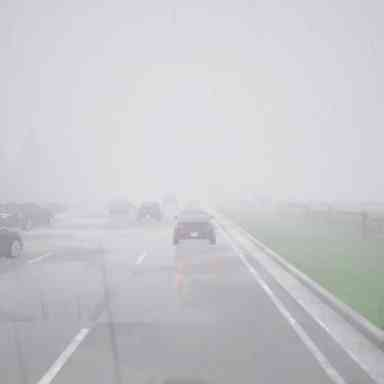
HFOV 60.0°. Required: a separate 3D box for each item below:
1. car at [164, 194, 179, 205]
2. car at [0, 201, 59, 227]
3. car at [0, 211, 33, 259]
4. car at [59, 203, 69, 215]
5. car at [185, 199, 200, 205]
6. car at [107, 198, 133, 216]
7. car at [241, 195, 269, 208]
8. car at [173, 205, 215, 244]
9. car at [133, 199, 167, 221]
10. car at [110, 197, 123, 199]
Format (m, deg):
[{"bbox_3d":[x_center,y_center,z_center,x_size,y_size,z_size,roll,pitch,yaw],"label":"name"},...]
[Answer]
[{"bbox_3d":[-3.396,1.359,54.112,2.150,2.045,5.566,0,0,0],"label":"car"},{"bbox_3d":[-10.400,1.405,20.707,2.097,1.767,4.553,0,0,0],"label":"car"},{"bbox_3d":[-6.898,1.531,9.847,1.837,1.490,4.892,0,0,0],"label":"car"},{"bbox_3d":[-13.900,1.632,32.687,2.033,1.411,5.357,0,0,0],"label":"car"},{"bbox_3d":[0.102,1.557,39.825,1.801,1.575,5.366,0,0,0],"label":"car"},{"bbox_3d":[-6.899,1.633,33.463,2.033,1.411,5.357,0,0,0],"label":"car"},{"bbox_3d":[8.926,1.332,46.831,3.866,1.878,1.905,0,0,0],"label":"car"},{"bbox_3d":[0.102,1.566,15.949,1.812,1.442,4.674,0,0,0],"label":"car"},{"bbox_3d":[-3.395,1.576,27.739,1.837,1.490,4.892,0,0,0],"label":"car"},{"bbox_3d":[-10.395,1.471,46.668,2.097,1.767,4.553,0,0,0],"label":"car"}]
